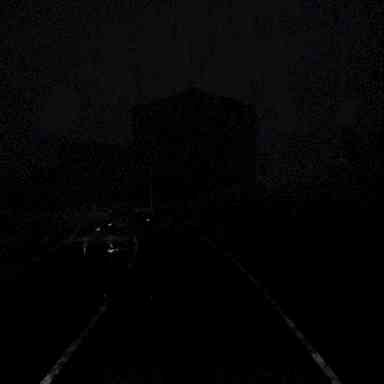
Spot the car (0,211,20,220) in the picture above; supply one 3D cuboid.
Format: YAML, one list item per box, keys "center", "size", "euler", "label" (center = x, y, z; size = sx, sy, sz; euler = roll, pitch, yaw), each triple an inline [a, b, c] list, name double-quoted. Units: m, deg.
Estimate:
- center: [-29.958, 3.836, 54.038]
  size: [4.892, 1.490, 1.837]
  euler: [-4, -2, 34]
  label: "car"

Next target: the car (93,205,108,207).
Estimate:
- center: [-11.583, 2.432, 41.161]
  size: [2.097, 1.767, 4.553]
  euler: [-1, -2, -34]
  label: "car"

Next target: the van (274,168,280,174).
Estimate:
- center: [20.569, -4.597, 75.024]
  size: [1.878, 1.987, 4.442]
  euler: [0, 0, -1]
  label: "van"

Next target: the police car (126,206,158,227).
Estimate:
- center: [-4.186, 1.947, 27.390]
  size: [1.930, 1.638, 5.238]
  euler: [0, -1, -20]
  label: "police car"

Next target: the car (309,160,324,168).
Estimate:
- center: [21.108, -4.332, 53.097]
  size: [2.185, 1.767, 4.553]
  euler: [0, 0, -1]
  label: "car"

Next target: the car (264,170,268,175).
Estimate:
- center: [20.297, -4.675, 86.151]
  size: [2.435, 2.045, 5.566]
  euler: [0, 0, -1]
  label: "car"

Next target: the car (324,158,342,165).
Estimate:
- center: [21.247, -4.113, 47.424]
  size: [2.002, 1.452, 4.674]
  euler: [0, 1, -1]
  label: "car"

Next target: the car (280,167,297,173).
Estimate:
- center: [20.701, -4.336, 69.630]
  size: [2.231, 1.521, 4.892]
  euler: [0, 0, -1]
  label: "car"

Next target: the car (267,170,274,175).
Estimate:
- center: [20.432, -4.361, 80.667]
  size: [2.002, 1.452, 4.674]
  euler: [0, 0, -1]
  label: "car"

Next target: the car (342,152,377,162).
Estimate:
- center: [21.381, -4.228, 41.931]
  size: [2.185, 1.767, 4.553]
  euler: [0, 1, -1]
  label: "car"

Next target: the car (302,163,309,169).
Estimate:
- center: [20.972, -4.379, 58.616]
  size: [2.185, 1.767, 4.553]
  euler: [0, 0, -1]
  label: "car"

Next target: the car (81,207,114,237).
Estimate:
- center: [-5.968, 1.915, 21.116]
  size: [1.812, 1.442, 4.674]
  euler: [0, -2, -16]
  label: "car"
